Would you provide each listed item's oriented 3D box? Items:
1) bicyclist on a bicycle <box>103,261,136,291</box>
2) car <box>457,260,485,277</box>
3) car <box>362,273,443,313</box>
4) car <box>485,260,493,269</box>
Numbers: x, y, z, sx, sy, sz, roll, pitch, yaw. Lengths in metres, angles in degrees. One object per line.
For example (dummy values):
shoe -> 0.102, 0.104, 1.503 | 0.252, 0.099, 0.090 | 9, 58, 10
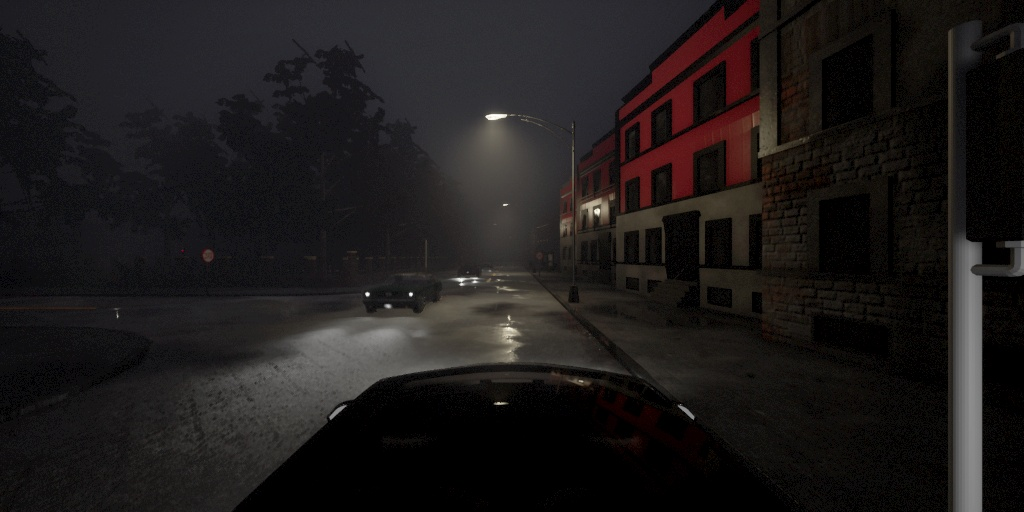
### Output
bicyclist on a bicycle -> -21.808, 1.099, 19.947 | 0.582, 1.620, 1.656 | 0, 0, 0
car -> -4.024, 1.314, 34.662 | 1.994, 1.385, 4.181 | 0, 0, 0
car -> -4.072, 1.351, 14.037 | 1.895, 1.301, 4.718 | 0, 0, 0
car -> -3.943, 1.298, 55.708 | 2.033, 1.411, 5.357 | 0, 0, 1
